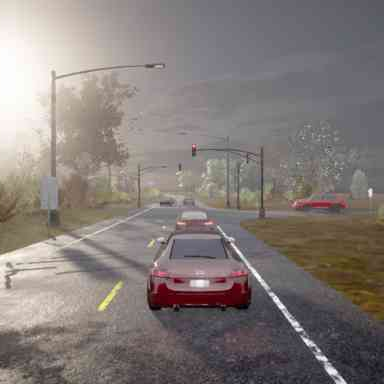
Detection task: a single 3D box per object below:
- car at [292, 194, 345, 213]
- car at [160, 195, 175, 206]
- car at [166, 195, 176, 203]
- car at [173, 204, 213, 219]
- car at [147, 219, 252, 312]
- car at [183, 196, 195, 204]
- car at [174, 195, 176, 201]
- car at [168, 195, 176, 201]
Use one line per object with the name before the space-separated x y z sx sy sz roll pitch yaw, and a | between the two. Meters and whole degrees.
car | 14.052 1.231 36.970 5.566 2.045 2.150 0 0 -1
car | -4.140 1.603 53.175 1.895 1.301 4.718 0 0 -1
car | -4.583 1.482 72.738 1.882 1.535 5.008 0 0 -2
car | 0.067 1.526 16.566 1.812 1.442 4.674 0 0 -2
car | 0.102 1.564 7.806 1.994 1.385 4.181 0 0 -1
car | -0.536 1.495 56.579 2.128 1.511 4.902 0 0 -1
car | -4.345 1.567 62.364 1.994 1.385 4.181 0 0 -1
car | -4.941 1.483 83.186 1.882 1.535 5.008 0 0 -2
